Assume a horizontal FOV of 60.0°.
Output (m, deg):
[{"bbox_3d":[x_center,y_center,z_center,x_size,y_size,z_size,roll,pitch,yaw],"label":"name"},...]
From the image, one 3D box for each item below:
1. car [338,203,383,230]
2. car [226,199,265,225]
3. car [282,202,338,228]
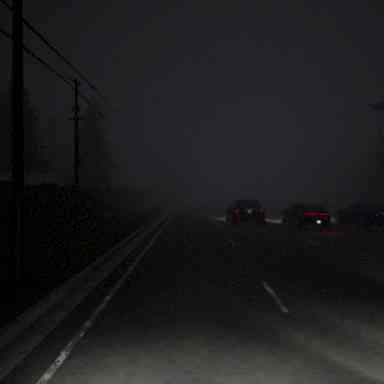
[{"bbox_3d":[10.597,1.380,20.453,1.882,1.535,5.008,0,0,0],"label":"car"},{"bbox_3d":[3.599,1.242,22.946,2.097,1.767,4.553,0,0,0],"label":"car"},{"bbox_3d":[7.098,1.404,21.039,1.837,1.490,4.892,0,0,0],"label":"car"}]
